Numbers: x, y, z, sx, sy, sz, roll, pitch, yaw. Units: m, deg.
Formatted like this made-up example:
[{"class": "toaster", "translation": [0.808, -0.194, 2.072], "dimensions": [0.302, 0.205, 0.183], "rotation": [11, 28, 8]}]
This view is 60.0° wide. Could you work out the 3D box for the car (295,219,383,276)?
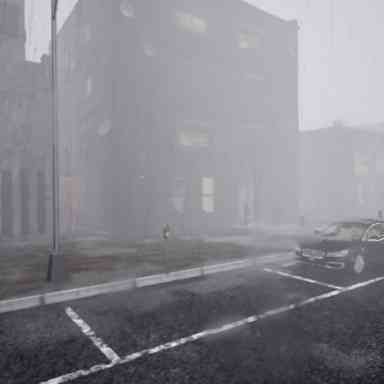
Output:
[{"class": "car", "translation": [4.967, 1.522, 10.103], "dimensions": [4.403, 1.369, 2.008], "rotation": [0, 0, -35]}]
